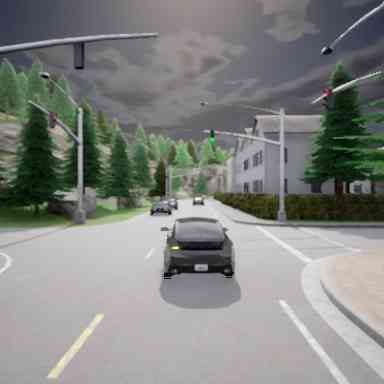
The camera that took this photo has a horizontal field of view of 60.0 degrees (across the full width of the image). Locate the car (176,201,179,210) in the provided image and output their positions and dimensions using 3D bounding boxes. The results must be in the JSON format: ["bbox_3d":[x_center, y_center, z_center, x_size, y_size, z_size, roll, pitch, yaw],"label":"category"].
[{"bbox_3d":[-2.819,1.598,43.701,1.994,1.385,4.181,0,0,1],"label":"car"}]

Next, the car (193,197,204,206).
[{"bbox_3d":[1.114,1.612,57.273,1.994,1.385,4.181,0,0,1],"label":"car"}]

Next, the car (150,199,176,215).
[{"bbox_3d":[-3.011,1.590,33.703,1.994,1.385,4.181,0,0,1],"label":"car"}]

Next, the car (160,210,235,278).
[{"bbox_3d":[0.098,1.520,10.206,1.837,1.490,4.892,1,0,-3],"label":"car"}]
